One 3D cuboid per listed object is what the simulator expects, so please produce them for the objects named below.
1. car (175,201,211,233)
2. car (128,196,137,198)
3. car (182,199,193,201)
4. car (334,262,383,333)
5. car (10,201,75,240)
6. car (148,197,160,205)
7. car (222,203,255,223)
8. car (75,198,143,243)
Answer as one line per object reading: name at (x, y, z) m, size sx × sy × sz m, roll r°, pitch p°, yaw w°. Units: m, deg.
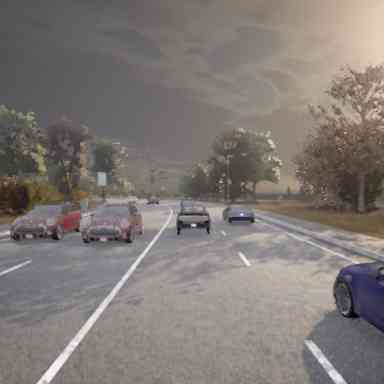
car at (0.067, 1.490, 19.490) m, size 2.128 × 1.511 × 4.902 m, roll 0°, pitch 0°, yaw 0°
car at (-10.231, 1.465, 57.169) m, size 1.882 × 1.535 × 5.008 m, roll 0°, pitch 0°, yaw -11°
car at (-0.520, 1.545, 37.845) m, size 2.033 × 1.411 × 5.357 m, roll 0°, pitch 0°, yaw -4°
car at (3.601, 1.525, 4.408) m, size 1.812 × 1.442 × 4.674 m, roll 0°, pitch 0°, yaw 0°
car at (-7.131, 1.351, 16.795) m, size 2.097 × 1.767 × 4.553 m, roll 0°, pitch 0°, yaw 0°
car at (-6.692, 1.540, 57.687) m, size 2.033 × 1.411 × 5.357 m, roll 0°, pitch 0°, yaw -10°
car at (3.477, 1.562, 25.496) m, size 1.994 × 1.385 × 4.181 m, roll 0°, pitch 0°, yaw -1°
car at (-3.626, 1.351, 15.857) m, size 2.097 × 1.767 × 4.553 m, roll 0°, pitch 0°, yaw 0°
